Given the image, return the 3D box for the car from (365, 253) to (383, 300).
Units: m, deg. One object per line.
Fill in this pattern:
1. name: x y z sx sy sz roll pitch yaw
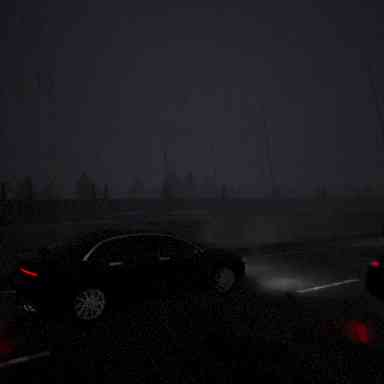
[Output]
1. car: 5.631 1.555 6.984 4.181 1.385 1.994 0 0 -30

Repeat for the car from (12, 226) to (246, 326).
1. car: -1.030 1.483 7.056 4.892 1.490 1.837 0 0 -33
